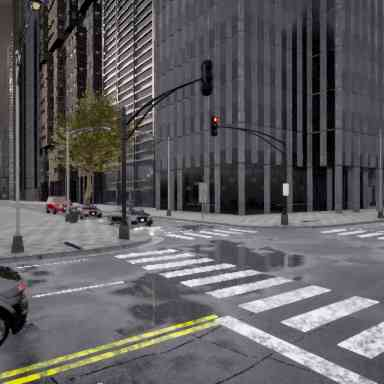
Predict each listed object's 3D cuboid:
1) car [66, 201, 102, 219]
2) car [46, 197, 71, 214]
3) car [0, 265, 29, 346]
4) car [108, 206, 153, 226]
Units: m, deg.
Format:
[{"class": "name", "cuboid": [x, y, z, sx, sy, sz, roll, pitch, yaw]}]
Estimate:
[{"class": "car", "cuboid": [-10.211, 1.817, 31.995, 1.994, 1.385, 4.181, 0, 0, -36]}, {"class": "car", "cuboid": [-16.113, 1.573, 40.326, 2.150, 2.045, 5.566, 0, 0, -35]}, {"class": "car", "cuboid": [-4.521, 1.564, 4.454, 4.181, 1.385, 1.994, 0, 0, -36]}, {"class": "car", "cuboid": [-4.489, 1.728, 23.960, 1.994, 1.385, 4.181, 0, 0, -35]}]
